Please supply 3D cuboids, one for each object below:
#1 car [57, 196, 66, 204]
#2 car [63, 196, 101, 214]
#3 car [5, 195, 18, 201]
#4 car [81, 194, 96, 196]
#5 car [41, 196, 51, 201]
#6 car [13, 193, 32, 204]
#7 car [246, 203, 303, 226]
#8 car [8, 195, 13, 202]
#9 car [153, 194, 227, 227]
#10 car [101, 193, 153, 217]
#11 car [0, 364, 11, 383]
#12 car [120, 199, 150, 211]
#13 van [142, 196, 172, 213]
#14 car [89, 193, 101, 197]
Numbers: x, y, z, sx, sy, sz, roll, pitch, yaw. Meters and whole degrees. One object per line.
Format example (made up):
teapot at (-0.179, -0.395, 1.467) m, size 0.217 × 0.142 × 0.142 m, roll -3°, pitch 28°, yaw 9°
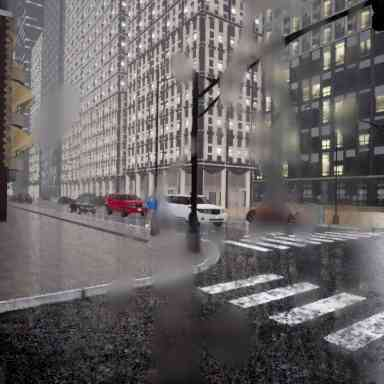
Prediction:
car at (-22.510, 1.484, 59.284) m, size 1.812 × 1.442 × 4.674 m, roll 1°, pitch -1°, yaw -35°
car at (-10.863, 1.427, 32.928) m, size 2.008 × 1.369 × 4.403 m, roll 1°, pitch -1°, yaw -35°
car at (-40.328, 1.378, 74.355) m, size 2.008 × 1.369 × 4.403 m, roll 1°, pitch -1°, yaw -35°
car at (-17.059, 1.445, 51.629) m, size 1.882 × 1.535 × 5.008 m, roll 1°, pitch -1°, yaw -35°
car at (-36.776, 1.570, 83.814) m, size 1.802 × 1.307 × 4.206 m, roll 1°, pitch -1°, yaw -35°
car at (-30.503, 1.155, 60.549) m, size 2.192 × 1.841 × 5.009 m, roll 1°, pitch -1°, yaw -35°
car at (5.790, 1.505, 23.977) m, size 1.967 × 1.590 × 4.097 m, roll 1°, pitch -1°, yaw -35°
car at (-37.055, 1.397, 69.752) m, size 1.947 × 1.339 × 4.313 m, roll 1°, pitch -1°, yaw -35°
car at (-0.088, 1.170, 22.257) m, size 2.150 × 2.045 × 5.566 m, roll 1°, pitch -1°, yaw -35°
car at (-6.068, 1.155, 30.661) m, size 2.150 × 2.045 × 5.566 m, roll 1°, pitch -1°, yaw -35°
car at (-2.947, 1.564, 1.238) m, size 4.181 × 1.385 × 1.994 m, roll 0°, pitch 0°, yaw -35°
car at (-7.309, 1.584, 42.388) m, size 2.008 × 1.369 × 4.403 m, roll 1°, pitch -1°, yaw -35°
van at (-4.031, 1.382, 37.787) m, size 1.690 × 1.788 × 3.998 m, roll 1°, pitch -1°, yaw -35°
car at (-14.426, 1.380, 53.130) m, size 2.097 × 1.767 × 4.553 m, roll 1°, pitch -1°, yaw -35°
